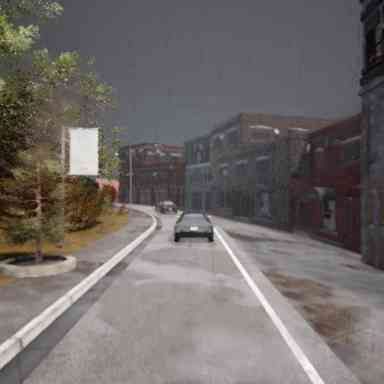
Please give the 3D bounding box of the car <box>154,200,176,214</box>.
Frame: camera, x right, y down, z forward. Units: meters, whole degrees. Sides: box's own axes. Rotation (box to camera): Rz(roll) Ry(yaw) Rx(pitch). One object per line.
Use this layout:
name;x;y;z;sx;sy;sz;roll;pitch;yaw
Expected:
car;-3.060;1.686;38.442;1.812;1.442;4.674;0;1;-17

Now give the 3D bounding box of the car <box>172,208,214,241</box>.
car;0.076;1.724;17.781;1.994;1.385;4.181;0;-1;-1
